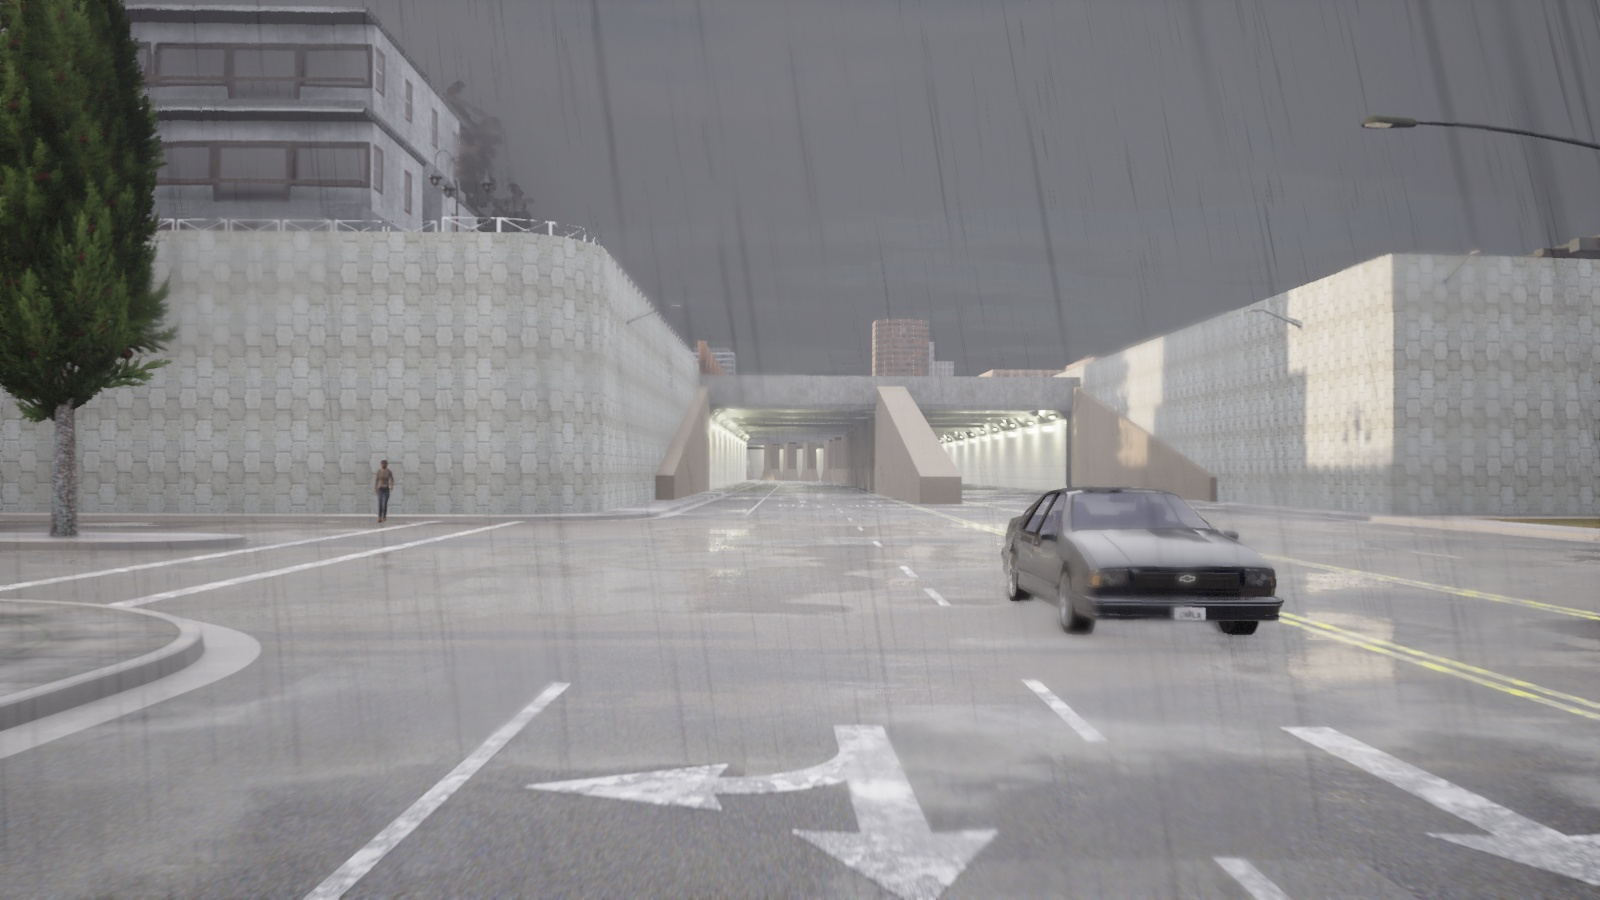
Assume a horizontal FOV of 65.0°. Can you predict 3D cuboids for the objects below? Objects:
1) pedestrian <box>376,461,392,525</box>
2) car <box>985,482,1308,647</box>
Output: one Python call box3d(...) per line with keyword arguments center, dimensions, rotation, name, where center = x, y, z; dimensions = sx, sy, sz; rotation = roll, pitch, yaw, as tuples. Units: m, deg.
box3d(center=(-11.876, 1.219, 35.862), dimensions=(0.328, 1.805, 0.869), rotation=(0, -1, -12), name="pedestrian")
box3d(center=(3.461, 1.079, 13.805), dimensions=(2.033, 1.411, 5.357), rotation=(0, -1, 0), name="car")
